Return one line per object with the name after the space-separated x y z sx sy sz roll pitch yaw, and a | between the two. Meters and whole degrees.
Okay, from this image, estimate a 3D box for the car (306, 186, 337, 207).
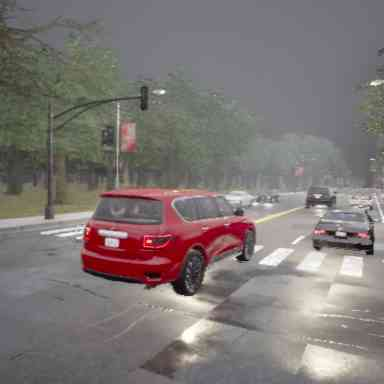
12.025 0.486 30.801 2.150 2.045 5.566 2 2 28 | car

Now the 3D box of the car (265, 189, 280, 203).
9.072 0.443 39.297 1.837 1.490 4.892 2 2 28 | car

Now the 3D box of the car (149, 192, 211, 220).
-0.646 0.824 21.429 1.812 1.442 4.674 2 2 29 | car

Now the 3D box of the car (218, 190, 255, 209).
4.152 0.643 30.308 1.812 1.442 4.674 2 2 29 | car

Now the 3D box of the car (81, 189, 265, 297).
-0.144 0.944 8.253 2.150 2.045 5.566 2 2 28 | car

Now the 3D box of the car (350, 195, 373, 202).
15.941 0.932 31.248 1.895 1.301 4.718 2 2 28 | car

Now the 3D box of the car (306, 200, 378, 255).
5.667 1.266 12.201 2.033 1.411 5.357 2 2 28 | car
